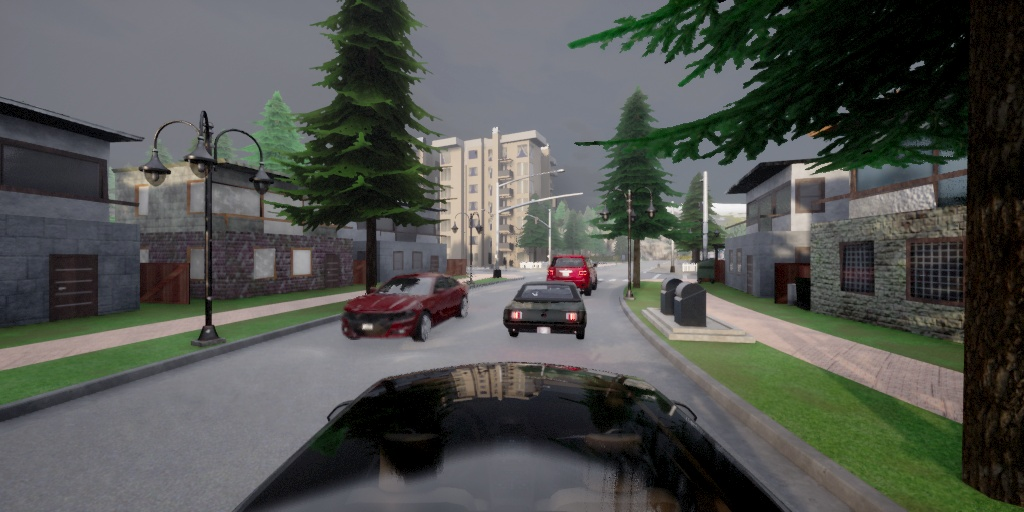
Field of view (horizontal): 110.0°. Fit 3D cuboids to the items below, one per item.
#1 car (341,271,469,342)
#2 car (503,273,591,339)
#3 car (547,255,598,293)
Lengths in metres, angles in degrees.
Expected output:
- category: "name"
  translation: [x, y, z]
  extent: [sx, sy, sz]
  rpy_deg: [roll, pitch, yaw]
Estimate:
- category: "car"
  translation: [-2.657, 1.227, 10.066]
  extent: [1.882, 1.535, 5.008]
  rpy_deg: [0, 0, 9]
- category: "car"
  translation: [1.073, 1.351, 10.100]
  extent: [1.895, 1.301, 4.718]
  rpy_deg: [0, 0, 9]
- category: "car"
  translation: [3.370, 0.971, 19.596]
  extent: [2.150, 2.045, 5.566]
  rpy_deg: [0, 0, 18]
